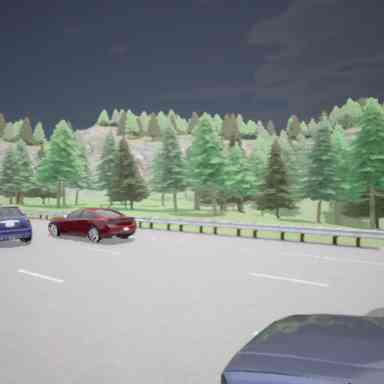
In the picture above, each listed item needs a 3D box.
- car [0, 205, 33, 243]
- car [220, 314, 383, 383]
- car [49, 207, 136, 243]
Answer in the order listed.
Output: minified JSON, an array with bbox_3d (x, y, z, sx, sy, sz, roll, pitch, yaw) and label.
[{"bbox_3d":[-9.141,1.353,14.809,4.553,1.767,2.097,0,0,35],"label":"car"},{"bbox_3d":[2.771,1.548,2.018,5.357,1.411,2.033,0,0,36],"label":"car"},{"bbox_3d":[-4.910,1.479,16.088,5.008,1.535,1.882,0,0,35],"label":"car"}]
